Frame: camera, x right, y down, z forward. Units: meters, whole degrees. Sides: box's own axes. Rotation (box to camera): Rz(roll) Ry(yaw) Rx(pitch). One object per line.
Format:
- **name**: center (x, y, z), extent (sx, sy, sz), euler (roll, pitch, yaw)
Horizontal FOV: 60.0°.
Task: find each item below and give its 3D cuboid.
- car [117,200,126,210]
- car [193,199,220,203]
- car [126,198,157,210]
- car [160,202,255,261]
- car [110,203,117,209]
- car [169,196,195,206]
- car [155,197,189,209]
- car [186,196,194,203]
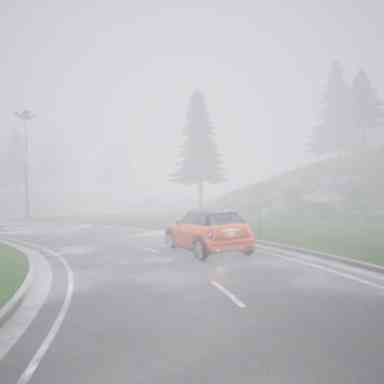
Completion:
- **car**: center (-10.759, 2.458, 60.822), extent (4.674, 1.442, 1.812), euler (-1, -1, -44)
- **car**: center (3.113, 2.212, 69.369), extent (4.718, 1.301, 1.895), euler (-1, -1, -44)
- **car**: center (-8.136, 2.053, 58.517), extent (5.566, 2.045, 2.150), euler (-1, -1, -44)
- **car**: center (0.519, 1.473, 13.229), extent (2.097, 1.767, 4.553), euler (-1, -1, -23)
- **car**: center (-13.328, 2.383, 63.186), extent (4.553, 1.767, 2.097), euler (-1, -1, -44)
- **car**: center (-2.205, 2.042, 73.973), extent (5.566, 2.045, 2.150), euler (-1, -1, -44)
- **car**: center (-3.460, 2.186, 58.183), extent (4.902, 1.511, 2.128), euler (-1, -1, -44)
- **car**: center (0.459, 2.246, 71.672), extent (4.902, 1.511, 2.128), euler (-1, -1, -44)
